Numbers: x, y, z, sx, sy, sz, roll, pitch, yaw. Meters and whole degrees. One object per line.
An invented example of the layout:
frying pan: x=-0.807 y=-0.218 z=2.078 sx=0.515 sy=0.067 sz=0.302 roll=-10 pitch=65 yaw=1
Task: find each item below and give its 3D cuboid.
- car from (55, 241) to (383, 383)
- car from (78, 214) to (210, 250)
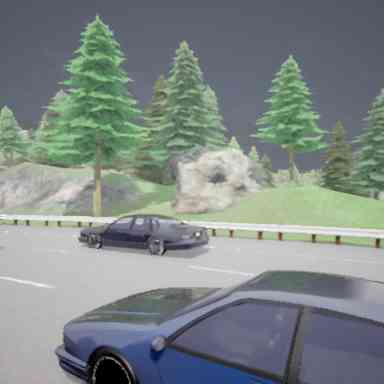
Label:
car: x=1.065 y=1.544 z=3.167 sx=5.357 sy=1.411 sz=2.033 roll=0 pitch=0 yaw=33
car: x=-1.978 y=1.574 z=13.076 sx=5.357 sy=1.411 sz=2.033 roll=0 pitch=0 yaw=29
